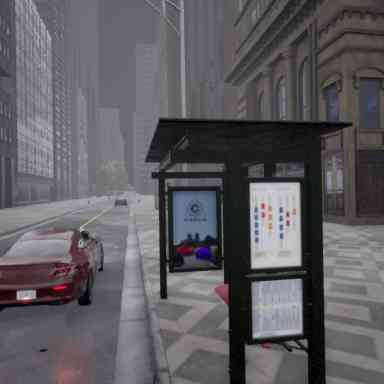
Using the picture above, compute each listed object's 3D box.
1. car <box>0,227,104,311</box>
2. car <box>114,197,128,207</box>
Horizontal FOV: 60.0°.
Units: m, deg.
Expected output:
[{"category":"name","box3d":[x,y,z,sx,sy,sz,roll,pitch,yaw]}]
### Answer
[{"category":"car","box3d":[-3.150,1.535,7.759,1.812,1.442,4.674,-1,0,-10]},{"category":"car","box3d":[-10.987,1.494,51.500,1.882,1.535,5.008,-1,0,-10]}]
